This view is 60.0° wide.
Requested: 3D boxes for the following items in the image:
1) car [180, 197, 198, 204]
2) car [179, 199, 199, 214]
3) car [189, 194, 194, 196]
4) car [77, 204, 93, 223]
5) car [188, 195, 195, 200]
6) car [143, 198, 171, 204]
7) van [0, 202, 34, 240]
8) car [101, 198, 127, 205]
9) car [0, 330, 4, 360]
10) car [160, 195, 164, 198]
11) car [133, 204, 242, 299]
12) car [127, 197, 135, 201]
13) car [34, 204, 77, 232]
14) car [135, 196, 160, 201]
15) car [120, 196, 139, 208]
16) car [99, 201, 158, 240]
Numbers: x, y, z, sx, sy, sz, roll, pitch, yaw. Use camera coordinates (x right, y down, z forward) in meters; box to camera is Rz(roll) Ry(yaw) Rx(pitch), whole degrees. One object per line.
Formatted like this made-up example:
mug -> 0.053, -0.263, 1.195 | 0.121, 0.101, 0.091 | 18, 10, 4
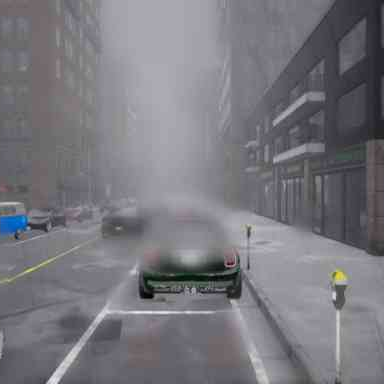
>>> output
car -> -0.290, 1.443, 25.481 | 1.967, 1.590, 4.097 | 0, 0, 0
car -> -0.290, 1.558, 36.484 | 2.008, 1.369, 4.403 | 0, 0, 0
car -> -0.257, 1.501, 84.576 | 1.967, 1.590, 4.097 | 0, 0, 0
car -> -8.815, 1.585, 25.481 | 1.802, 1.307, 4.206 | 0, 0, 0
car -> -0.237, 1.636, 95.394 | 2.008, 1.369, 4.403 | 0, 0, 0
car -> -3.127, 1.569, 31.263 | 1.994, 1.385, 4.181 | 0, 0, 1
van -> -8.815, 1.342, 14.478 | 1.690, 1.788, 3.998 | 0, 0, 0
car -> -8.815, 1.573, 36.483 | 1.947, 1.339, 4.313 | 0, 0, 0
car -> -3.146, 1.525, 2.018 | 1.812, 1.442, 4.674 | 0, 0, 0
car -> -8.782, 1.643, 84.589 | 1.802, 1.307, 4.206 | 0, 0, 0
car -> -0.033, 1.353, 8.620 | 2.097, 1.767, 4.553 | 0, 0, 0
car -> -8.815, 1.591, 41.985 | 1.802, 1.307, 4.206 | 0, 0, 0
car -> -8.815, 1.568, 19.979 | 1.947, 1.339, 4.313 | 0, 0, 0
car -> -6.167, 1.504, 46.290 | 2.128, 1.511, 4.902 | 0, 0, 0
car -> -8.816, 1.452, 47.486 | 1.967, 1.590, 4.097 | 0, 0, 0
car -> -3.118, 1.479, 16.977 | 1.882, 1.535, 5.008 | 0, 0, 1
